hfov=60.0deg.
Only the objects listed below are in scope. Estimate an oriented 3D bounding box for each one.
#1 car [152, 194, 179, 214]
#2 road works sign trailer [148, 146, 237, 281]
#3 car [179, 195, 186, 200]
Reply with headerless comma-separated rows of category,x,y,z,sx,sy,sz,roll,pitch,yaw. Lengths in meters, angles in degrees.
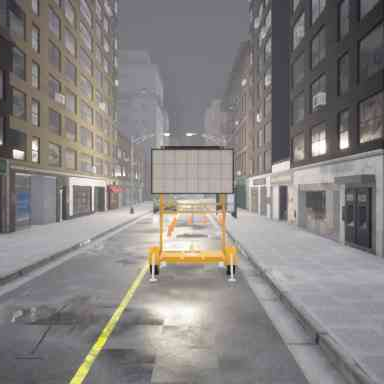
car,-2.800,1.207,34.786,2.150,2.045,5.566,0,0,0
road works sign trailer,0.015,0.463,9.795,2.380,3.560,2.880,0,0,0
car,-2.620,1.456,89.493,1.812,1.442,4.674,0,0,0
